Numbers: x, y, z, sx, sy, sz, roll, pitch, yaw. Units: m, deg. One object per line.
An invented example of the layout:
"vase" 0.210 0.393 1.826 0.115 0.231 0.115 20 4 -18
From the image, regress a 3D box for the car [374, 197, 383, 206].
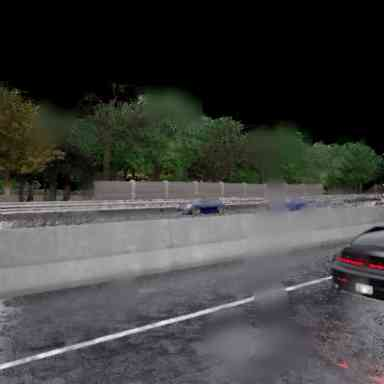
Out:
"car" 22.043 1.190 36.899 4.674 1.442 1.812 -1 0 -35

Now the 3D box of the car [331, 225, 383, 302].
"car" 5.042 1.458 7.343 4.892 1.490 1.837 -1 0 -36

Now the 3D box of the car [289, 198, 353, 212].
"car" 9.541 1.337 23.694 4.902 1.511 2.128 -1 0 -35

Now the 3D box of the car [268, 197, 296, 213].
"car" 9.521 1.278 32.274 5.008 1.535 1.882 -1 0 -35

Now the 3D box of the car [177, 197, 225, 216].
"car" 0.824 1.226 30.372 4.553 1.767 2.097 -1 0 -35
